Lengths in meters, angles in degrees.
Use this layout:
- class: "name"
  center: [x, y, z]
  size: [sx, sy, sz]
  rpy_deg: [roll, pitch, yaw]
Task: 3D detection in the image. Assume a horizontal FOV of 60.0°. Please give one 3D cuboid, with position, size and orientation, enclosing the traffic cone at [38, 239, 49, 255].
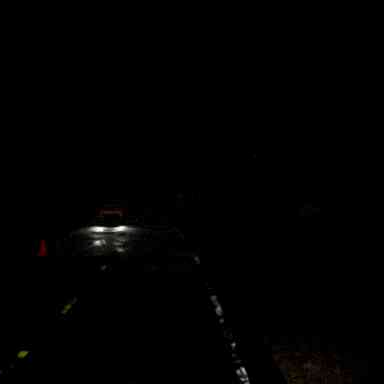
- class: "traffic cone"
  center: [-5.647, 2.079, 12.642]
  size: [0.340, 0.580, 0.340]
  rpy_deg: [0, -1, -5]

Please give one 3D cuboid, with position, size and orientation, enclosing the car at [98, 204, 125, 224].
- class: "car"
  center: [-6.610, 1.737, 27.446]
  size: [1.882, 1.535, 5.008]
  rpy_deg: [0, -1, -11]
